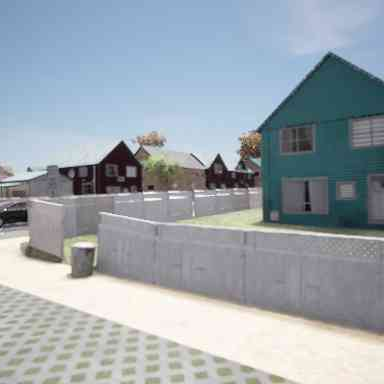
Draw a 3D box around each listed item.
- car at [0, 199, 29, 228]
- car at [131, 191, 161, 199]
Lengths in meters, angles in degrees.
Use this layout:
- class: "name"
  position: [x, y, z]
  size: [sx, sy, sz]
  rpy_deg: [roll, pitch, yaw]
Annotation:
- class: "car"
  position: [-10.378, 1.235, 19.683]
  size: [1.837, 1.490, 4.892]
  rpy_deg: [-2, 1, 35]
- class: "car"
  position: [-4.526, 0.808, 28.000]
  size: [2.097, 1.767, 4.553]
  rpy_deg: [-2, 1, 35]
